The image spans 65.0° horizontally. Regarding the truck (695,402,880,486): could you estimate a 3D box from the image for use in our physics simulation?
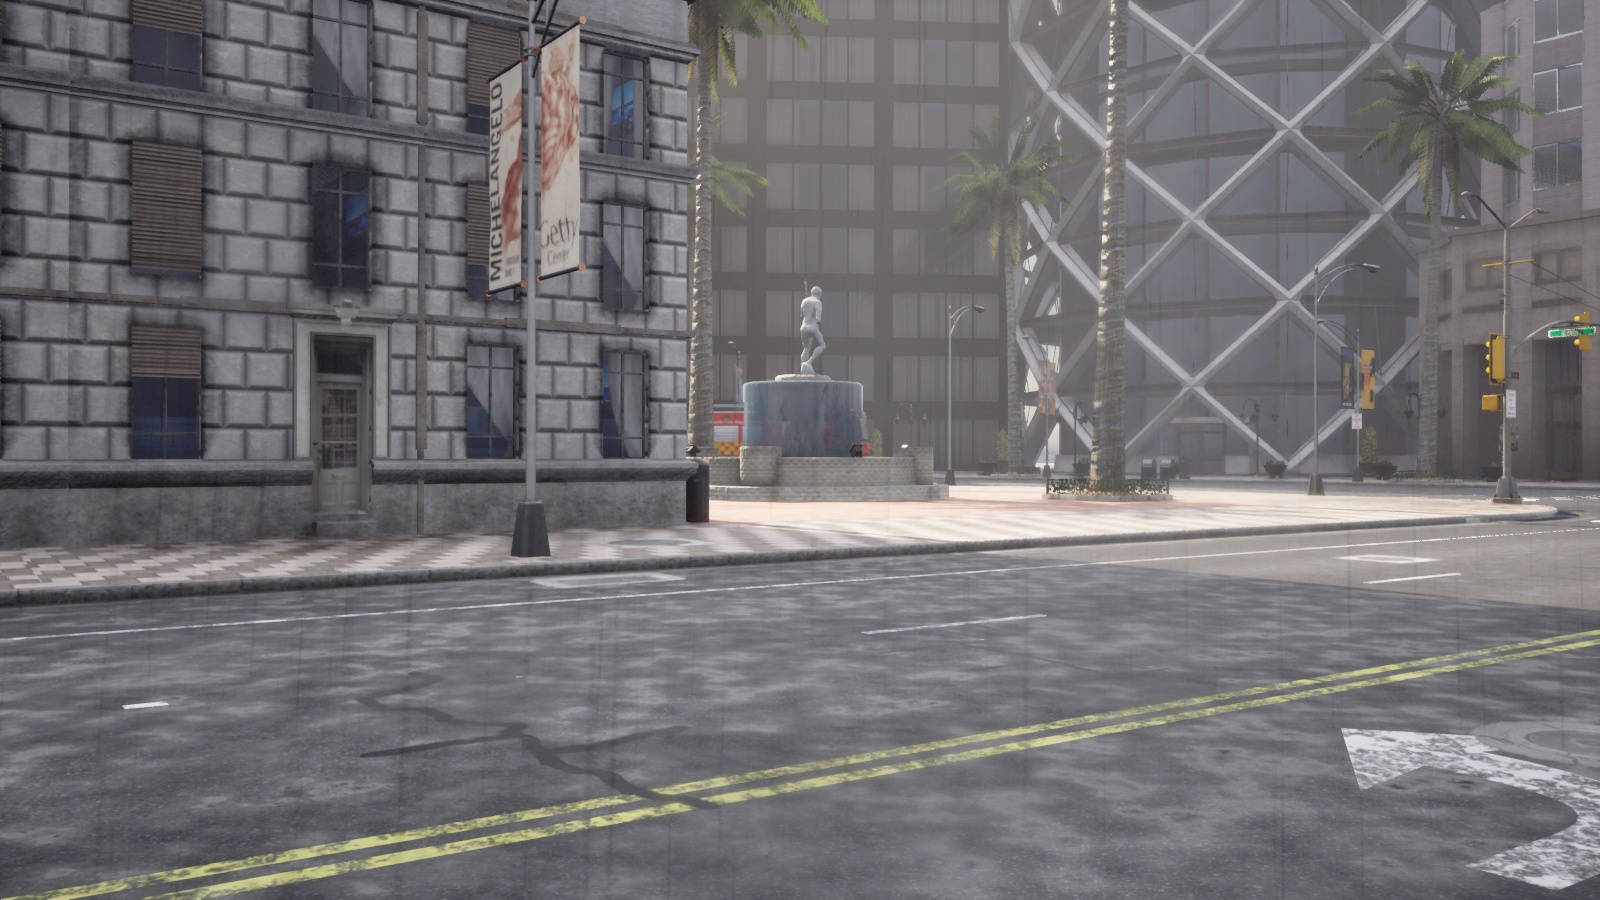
[{"bbox_3d":[-0.523,-0.273,59.433,8.468,3.827,2.891,0,0,7],"label":"truck"}]
